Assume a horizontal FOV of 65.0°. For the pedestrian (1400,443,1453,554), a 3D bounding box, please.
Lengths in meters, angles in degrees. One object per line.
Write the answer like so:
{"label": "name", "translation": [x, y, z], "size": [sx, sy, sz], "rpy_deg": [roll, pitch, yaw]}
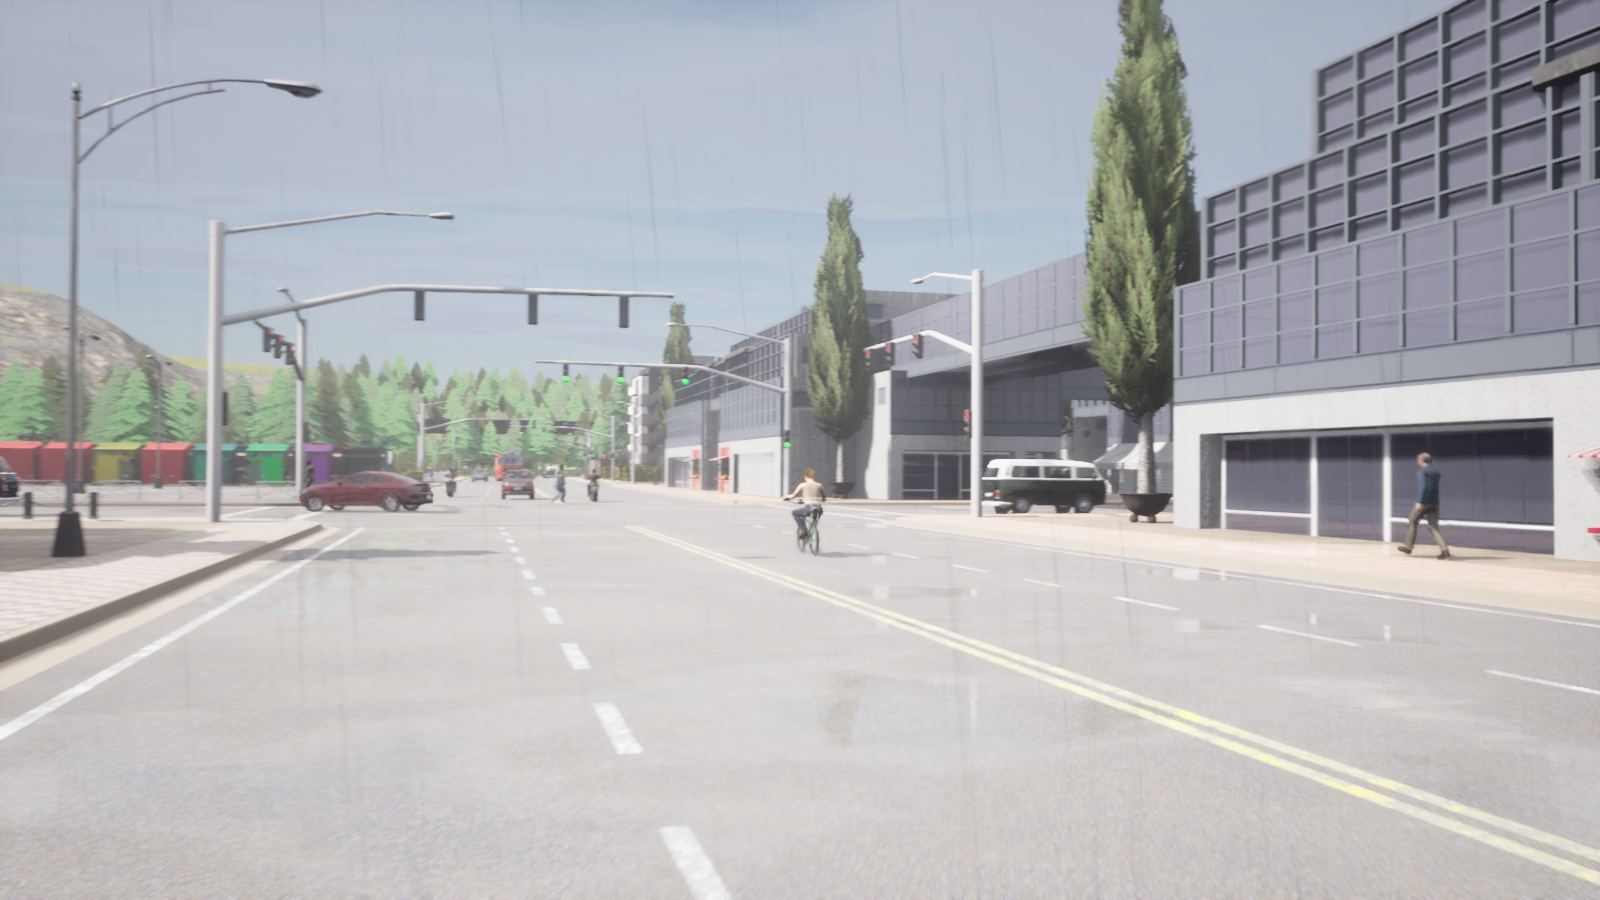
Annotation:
{"label": "pedestrian", "translation": [10.564, 0.813, 21.185], "size": [0.402, 1.842, 0.726], "rpy_deg": [0, -1, -18]}

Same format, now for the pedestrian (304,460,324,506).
{"label": "pedestrian", "translation": [-20.500, 1.393, 52.945], "size": [0.692, 1.930, 0.395], "rpy_deg": [1, -1, -40]}

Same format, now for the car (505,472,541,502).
{"label": "car", "translation": [-14.568, 1.921, 65.885], "size": [1.789, 1.549, 3.705], "rpy_deg": [0, -1, -13]}

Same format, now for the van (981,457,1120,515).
{"label": "van", "translation": [9.101, 1.292, 45.737], "size": [4.480, 2.038, 2.069], "rpy_deg": [0, -1, -16]}

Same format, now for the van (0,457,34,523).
{"label": "van", "translation": [-26.778, 1.236, 39.196], "size": [4.480, 2.038, 2.069], "rpy_deg": [0, -1, -15]}

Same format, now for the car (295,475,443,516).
{"label": "car", "translation": [-15.435, 1.620, 45.087], "size": [4.674, 1.442, 1.812], "rpy_deg": [0, -1, 7]}

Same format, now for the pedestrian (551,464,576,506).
{"label": "pedestrian", "translation": [-10.672, 1.568, 56.727], "size": [0.900, 1.855, 0.874], "rpy_deg": [0, -1, 5]}

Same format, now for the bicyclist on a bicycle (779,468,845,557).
{"label": "bicyclist on a bicycle", "translation": [0.208, 1.146, 23.554], "size": [0.866, 1.612, 1.509], "rpy_deg": [0, -1, -14]}
